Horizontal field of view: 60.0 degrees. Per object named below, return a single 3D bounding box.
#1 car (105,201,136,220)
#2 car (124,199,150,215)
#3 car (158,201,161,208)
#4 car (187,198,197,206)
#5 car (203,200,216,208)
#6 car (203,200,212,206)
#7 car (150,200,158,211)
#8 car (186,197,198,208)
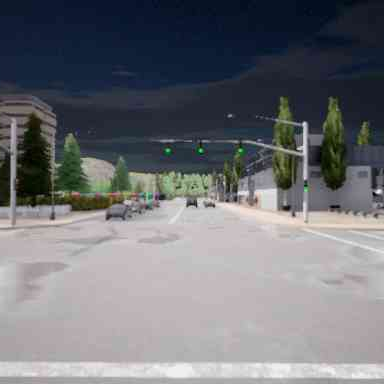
[{"bbox_3d":[-7.118,1.924,32.769,1.837,1.490,4.892,0,-1,1],"label":"car"},{"bbox_3d":[-7.092,2.031,42.220,2.128,1.511,4.902,0,-1,0],"label":"car"},{"bbox_3d":[-7.042,2.307,62.923,1.837,1.490,4.892,0,-1,0],"label":"car"},{"bbox_3d":[-0.003,2.161,74.535,2.097,1.767,4.553,0,-1,0],"label":"car"},{"bbox_3d":[3.497,2.421,64.283,1.895,1.301,4.718,0,-1,0],"label":"car"},{"bbox_3d":[3.497,2.401,74.592,1.895,1.301,4.718,0,-1,0],"label":"car"},{"bbox_3d":[-7.087,2.221,52.723,2.033,1.411,5.357,0,-1,0],"label":"car"},{"bbox_3d":[-0.003,2.037,63.914,2.150,2.045,5.566,0,-1,0],"label":"car"}]
